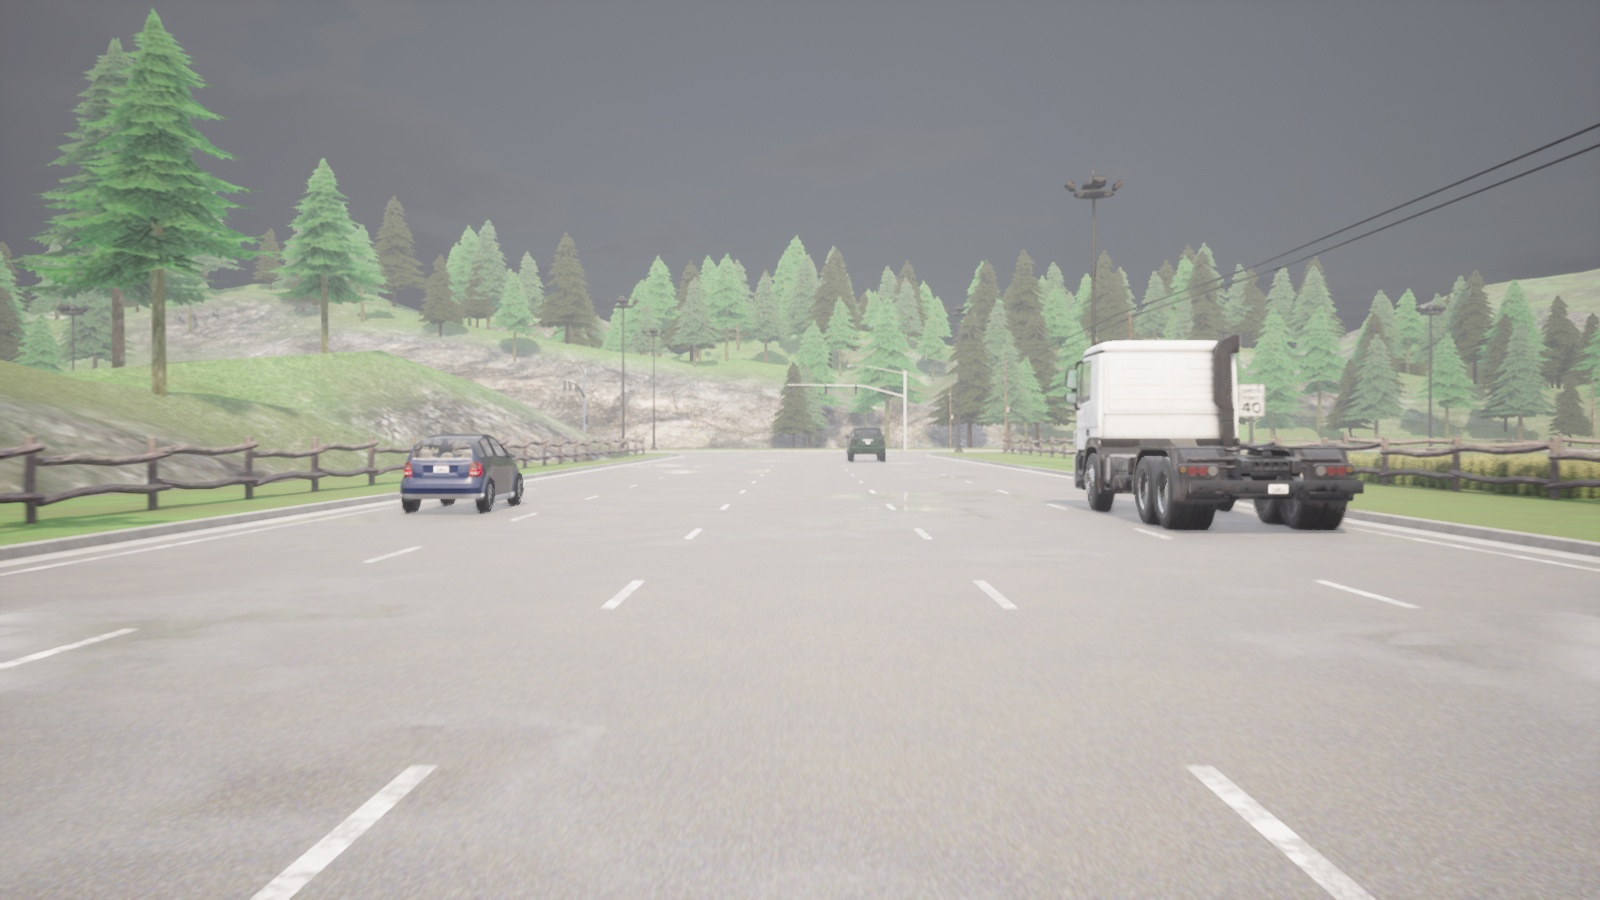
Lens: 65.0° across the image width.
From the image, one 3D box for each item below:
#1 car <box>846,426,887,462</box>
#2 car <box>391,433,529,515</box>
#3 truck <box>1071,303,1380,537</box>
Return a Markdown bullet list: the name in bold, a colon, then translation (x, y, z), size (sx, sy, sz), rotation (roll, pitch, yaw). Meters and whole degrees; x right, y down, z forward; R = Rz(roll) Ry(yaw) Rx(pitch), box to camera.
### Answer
- **car**: translation (3.931, -0.376, 74.890), size (2.150, 2.045, 5.566), rotation (0, 1, 0)
- **car**: translation (-6.843, 0.430, 25.649), size (1.789, 1.549, 3.705), rotation (0, 1, 0)
- **truck**: translation (7.141, -0.485, 22.526), size (2.891, 3.462, 7.936), rotation (0, 1, 0)
